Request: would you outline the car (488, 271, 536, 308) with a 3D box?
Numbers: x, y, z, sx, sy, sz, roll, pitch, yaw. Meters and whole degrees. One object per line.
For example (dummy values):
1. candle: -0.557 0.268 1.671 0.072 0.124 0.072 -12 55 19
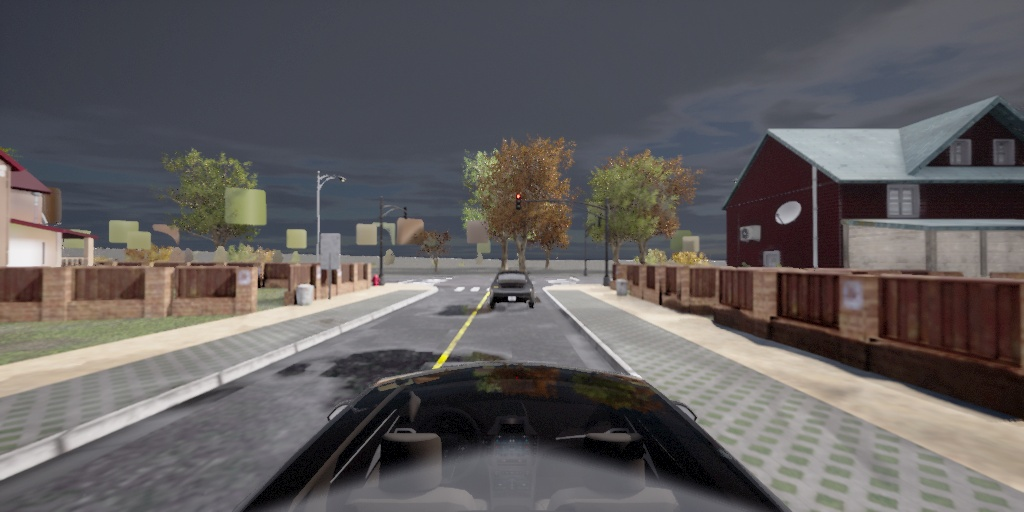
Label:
1. car: 0.004 1.391 16.151 1.837 1.490 4.892 0 0 0
